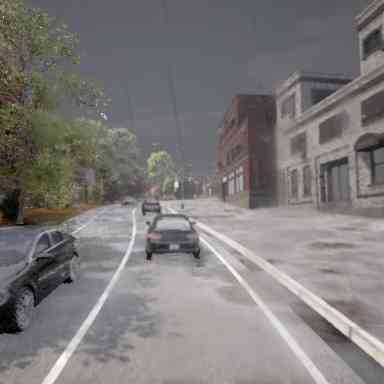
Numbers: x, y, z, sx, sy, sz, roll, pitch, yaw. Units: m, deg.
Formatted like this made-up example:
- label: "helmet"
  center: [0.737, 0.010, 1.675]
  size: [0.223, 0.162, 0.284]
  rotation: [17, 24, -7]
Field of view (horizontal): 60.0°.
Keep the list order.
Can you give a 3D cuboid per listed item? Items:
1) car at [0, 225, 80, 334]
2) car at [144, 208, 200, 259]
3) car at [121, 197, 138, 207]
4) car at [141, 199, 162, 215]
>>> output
- label: "car"
  center: [-3.706, 1.500, 6.794]
  size: [2.128, 1.511, 4.902]
  rotation: [0, 0, -4]
- label: "car"
  center: [-0.778, 1.548, 12.620]
  size: [1.812, 1.442, 4.674]
  rotation: [0, 0, -6]
- label: "car"
  center: [-9.224, 1.413, 49.078]
  size: [1.994, 1.385, 4.181]
  rotation: [0, 0, -1]
- label: "car"
  center: [-4.122, 1.455, 33.677]
  size: [2.128, 1.511, 4.902]
  rotation: [1, 0, -10]
